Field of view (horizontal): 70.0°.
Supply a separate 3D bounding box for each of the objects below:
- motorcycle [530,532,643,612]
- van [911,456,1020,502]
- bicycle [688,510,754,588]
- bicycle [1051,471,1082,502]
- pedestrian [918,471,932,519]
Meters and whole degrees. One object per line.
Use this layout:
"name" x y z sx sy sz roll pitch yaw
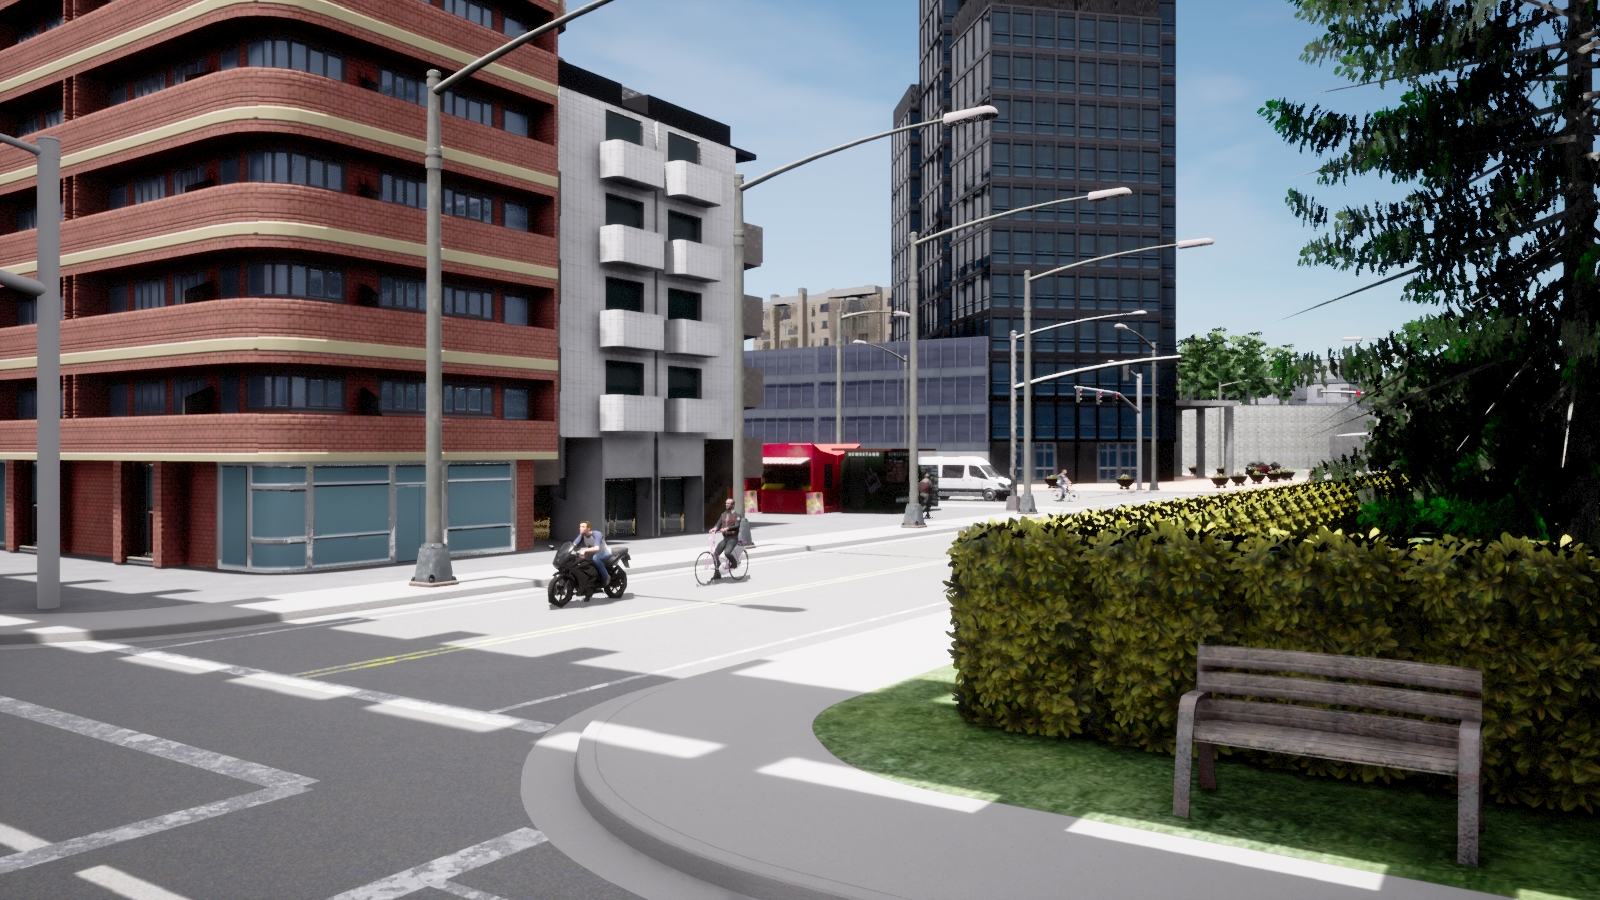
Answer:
"motorcycle" -3.850 2.174 20.756 0.803 1.224 2.033 0 0 34
"van" 9.525 1.656 65.951 5.915 2.561 1.988 -1 -1 33
"bicycle" -1.641 2.048 23.979 0.329 1.496 1.835 0 0 34
"bicycle" 14.677 2.007 63.021 1.643 1.717 0.373 0 0 36
"pedestrian" 4.829 1.727 44.016 0.375 1.860 0.375 0 0 43
